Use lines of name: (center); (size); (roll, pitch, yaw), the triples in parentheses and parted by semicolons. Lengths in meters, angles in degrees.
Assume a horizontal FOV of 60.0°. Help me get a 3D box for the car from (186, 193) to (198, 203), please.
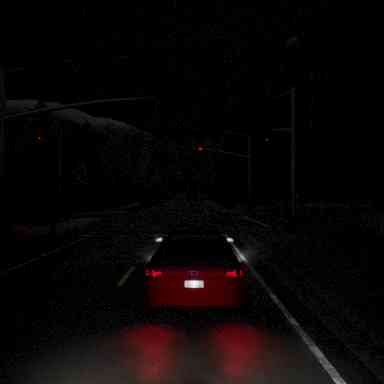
car: (-0.009, 1.221, 67.380); (2.150, 2.045, 5.566); (0, 0, 0)

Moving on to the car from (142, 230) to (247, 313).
car: (0.060, 1.564, 7.762); (1.994, 1.385, 4.181); (0, 0, 1)
